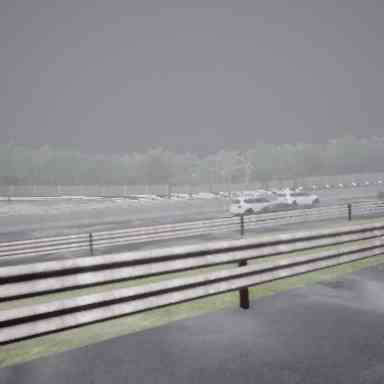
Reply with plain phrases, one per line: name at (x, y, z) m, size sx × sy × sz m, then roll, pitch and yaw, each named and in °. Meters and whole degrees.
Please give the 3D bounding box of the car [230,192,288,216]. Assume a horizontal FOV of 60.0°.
car at (6.465, 1.430, 33.546) m, size 5.566 × 2.045 × 2.150 m, roll -4°, pitch 2°, yaw -22°

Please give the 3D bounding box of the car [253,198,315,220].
car at (8.485, 1.708, 30.597) m, size 4.892 × 1.490 × 1.837 m, roll -4°, pitch 2°, yaw -22°

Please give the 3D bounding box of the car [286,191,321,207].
car at (12.723, 0.883, 39.932) m, size 5.566 × 2.045 × 2.150 m, roll -4°, pitch 2°, yaw -22°

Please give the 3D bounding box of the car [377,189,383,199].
car at (27.909, 0.129, 46.235) m, size 4.674 × 1.442 × 1.812 m, roll -4°, pitch 2°, yaw -22°
